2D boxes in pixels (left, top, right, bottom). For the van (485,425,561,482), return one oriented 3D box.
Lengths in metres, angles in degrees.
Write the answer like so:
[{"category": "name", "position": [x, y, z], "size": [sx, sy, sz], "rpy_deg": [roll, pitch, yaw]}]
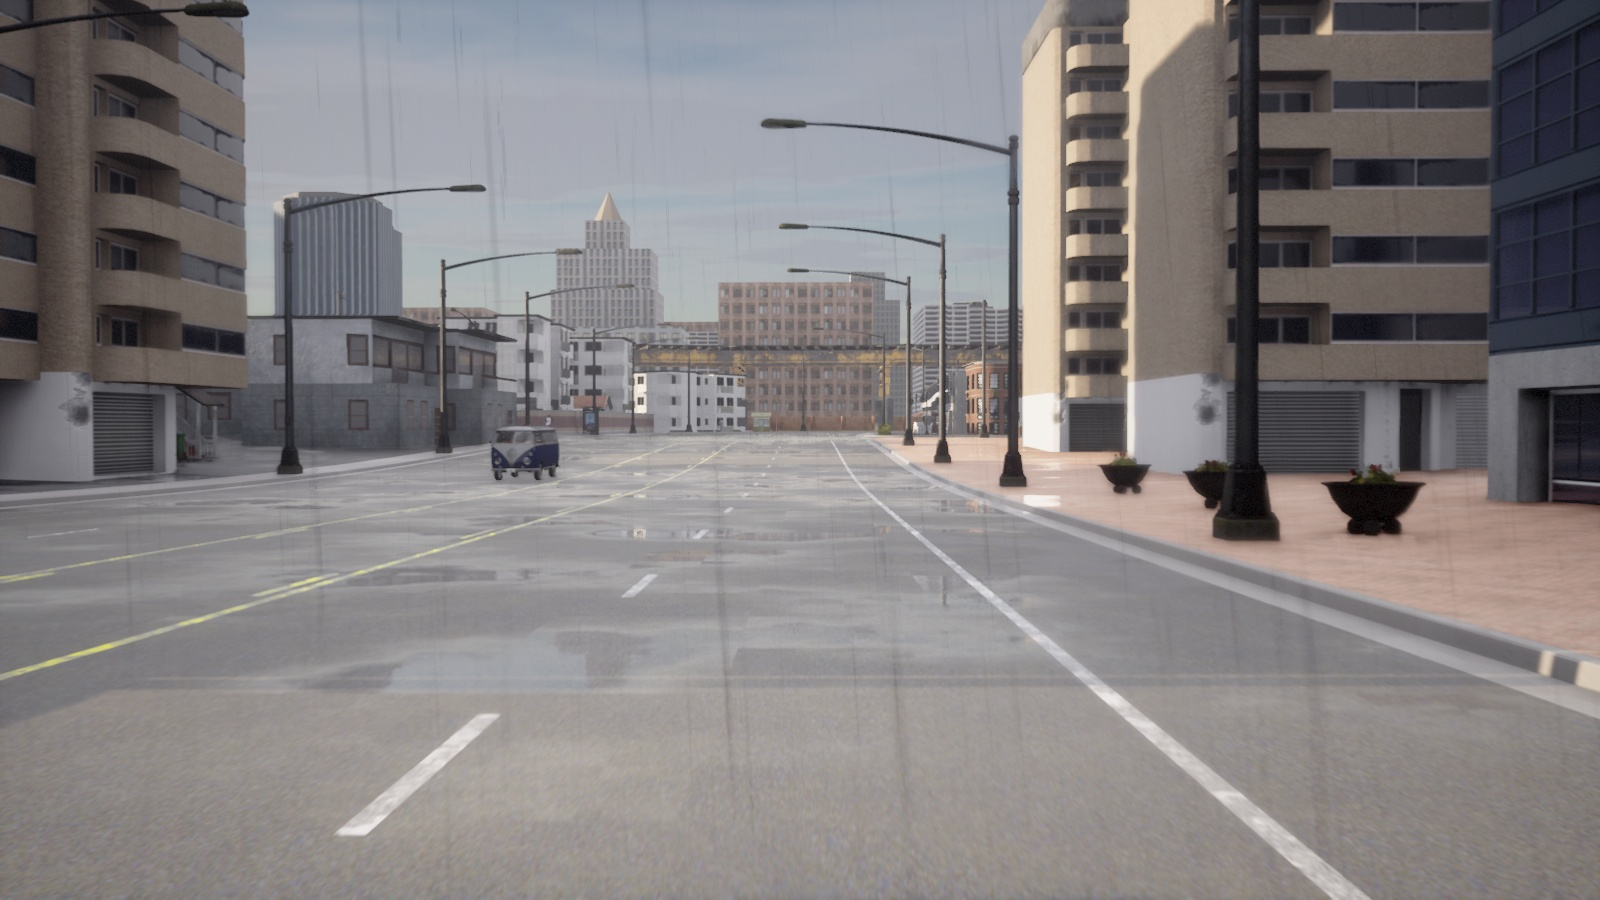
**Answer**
[{"category": "van", "position": [-10.214, 0.073, 46.607], "size": [1.775, 1.987, 4.442], "rpy_deg": [0, 1, 0]}]
